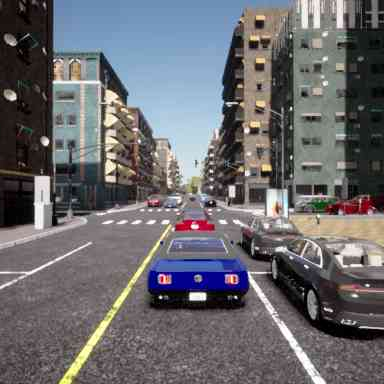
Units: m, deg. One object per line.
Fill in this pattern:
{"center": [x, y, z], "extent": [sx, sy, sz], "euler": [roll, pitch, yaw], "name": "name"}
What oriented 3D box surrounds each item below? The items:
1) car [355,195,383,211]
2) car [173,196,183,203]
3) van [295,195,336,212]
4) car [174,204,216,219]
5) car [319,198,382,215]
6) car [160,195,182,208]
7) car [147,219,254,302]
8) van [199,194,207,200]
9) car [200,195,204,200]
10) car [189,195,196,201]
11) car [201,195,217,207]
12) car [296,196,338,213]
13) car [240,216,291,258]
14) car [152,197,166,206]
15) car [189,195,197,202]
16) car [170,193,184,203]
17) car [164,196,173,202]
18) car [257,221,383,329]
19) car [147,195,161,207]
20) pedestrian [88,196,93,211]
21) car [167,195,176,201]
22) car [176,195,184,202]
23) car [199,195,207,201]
{"center": [19.362, 1.228, 37.373], "extent": [5.009, 1.841, 2.192], "euler": [0, 0, 1], "name": "car"}
{"center": [-2.878, 1.591, 68.548], "extent": [1.994, 1.385, 4.181], "euler": [0, 0, 0], "name": "car"}
{"center": [13.835, 1.296, 37.423], "extent": [3.998, 1.788, 1.690], "euler": [0, 0, 1], "name": "van"}
{"center": [0.120, 1.570, 17.436], "extent": [1.994, 1.385, 4.181], "euler": [0, 0, -1], "name": "car"}
{"center": [13.758, 1.413, 29.042], "extent": [4.206, 1.307, 1.802], "euler": [0, 0, 1], "name": "car"}
{"center": [-3.010, 1.565, 48.605], "extent": [2.033, 1.411, 5.357], "euler": [0, 0, 0], "name": "car"}
{"center": [0.115, 1.603, 8.245], "extent": [1.895, 1.301, 4.718], "euler": [0, 0, 0], "name": "car"}
{"center": [2.853, 1.373, 78.481], "extent": [1.690, 1.788, 3.998], "euler": [1, 0, 0], "name": "van"}
{"center": [2.808, 1.603, 56.195], "extent": [1.802, 1.307, 4.206], "euler": [1, 0, 0], "name": "car"}
{"center": [0.171, 1.562, 90.054], "extent": [1.812, 1.442, 4.674], "euler": [0, 0, 0], "name": "car"}
{"center": [2.797, 1.585, 50.624], "extent": [1.947, 1.339, 4.313], "euler": [1, 0, 0], "name": "car"}
{"center": [13.401, 1.272, 34.844], "extent": [4.553, 1.767, 2.097], "euler": [0, -1, 1], "name": "car"}
{"center": [2.854, 1.555, 12.431], "extent": [2.008, 1.369, 4.403], "euler": [1, 0, 0], "name": "car"}
{"center": [-5.572, 1.566, 56.251], "extent": [1.887, 1.381, 4.507], "euler": [1, 0, 0], "name": "car"}
{"center": [0.151, 1.557, 79.672], "extent": [2.128, 1.511, 4.902], "euler": [0, 0, 0], "name": "car"}
{"center": [-2.967, 1.244, 58.606], "extent": [2.150, 2.045, 5.566], "euler": [0, 0, 1], "name": "car"}
{"center": [-5.529, 1.598, 78.535], "extent": [1.947, 1.339, 4.313], "euler": [1, 0, 0], "name": "car"}
{"center": [2.843, 1.553, 6.861], "extent": [2.008, 1.369, 4.403], "euler": [1, 0, 0], "name": "car"}
{"center": [-5.579, 1.334, 50.680], "extent": [2.192, 1.841, 5.009], "euler": [1, 0, 0], "name": "car"}
{"center": [-12.451, 1.347, 40.618], "extent": [0.375, 1.860, 0.375], "euler": [0, 0, 1], "name": "pedestrian"}
{"center": [-5.509, 1.603, 89.677], "extent": [1.947, 1.339, 4.313], "euler": [1, 0, 0], "name": "car"}
{"center": [-2.850, 1.532, 78.958], "extent": [1.837, 1.490, 4.892], "euler": [0, 0, 0], "name": "car"}
{"center": [2.872, 1.582, 89.621], "extent": [1.887, 1.381, 4.507], "euler": [1, 0, 0], "name": "car"}
